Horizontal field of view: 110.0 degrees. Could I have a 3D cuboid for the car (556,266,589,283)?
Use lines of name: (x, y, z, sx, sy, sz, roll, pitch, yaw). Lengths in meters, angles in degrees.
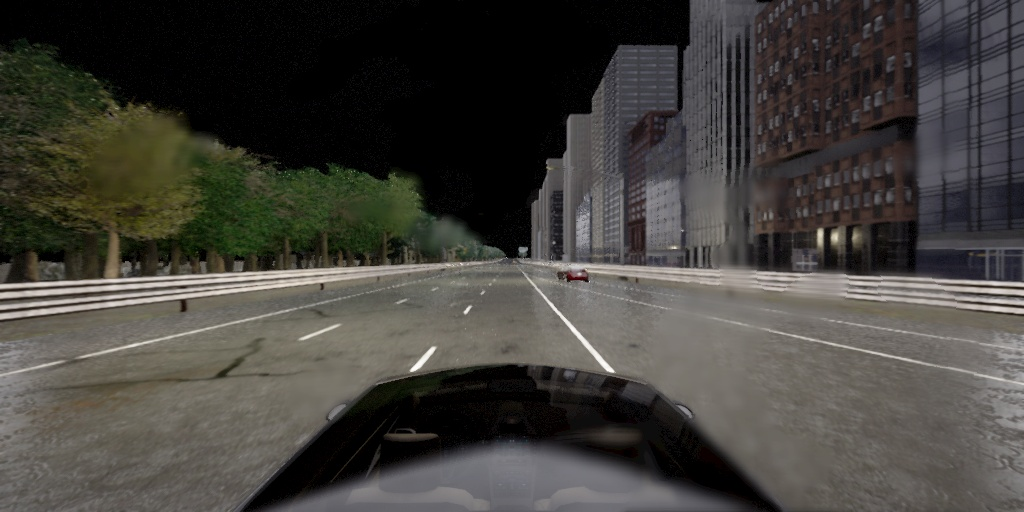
car: (5.388, 1.598, 32.396, 2.163, 1.488, 4.792, 0, -1, -7)
